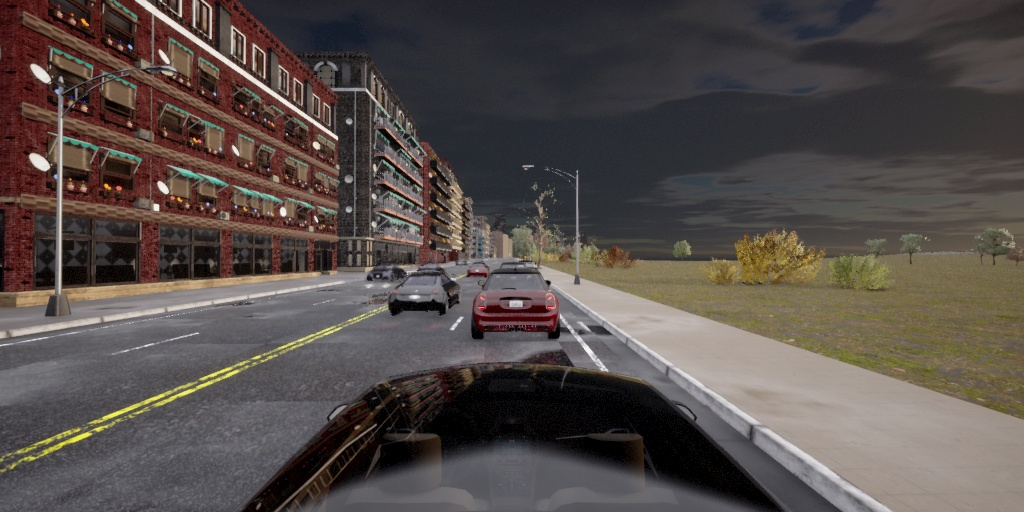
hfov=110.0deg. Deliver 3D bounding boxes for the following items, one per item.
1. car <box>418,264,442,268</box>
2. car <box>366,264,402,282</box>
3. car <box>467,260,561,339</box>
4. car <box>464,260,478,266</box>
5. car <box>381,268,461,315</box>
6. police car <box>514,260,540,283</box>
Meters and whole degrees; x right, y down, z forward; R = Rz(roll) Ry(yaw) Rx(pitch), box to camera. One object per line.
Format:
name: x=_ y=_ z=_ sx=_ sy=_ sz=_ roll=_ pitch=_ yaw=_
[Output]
car: x=-6.635 y=1.319 z=29.233 sx=1.994 sy=1.385 sz=4.181 roll=0 pitch=0 yaw=0
car: x=-9.884 y=1.319 z=28.405 sx=1.994 sy=1.385 sz=4.181 roll=0 pitch=0 yaw=0
car: x=0.082 y=1.104 z=10.232 sx=2.097 sy=1.767 sz=4.553 roll=0 pitch=0 yaw=0
car: x=-3.195 y=1.320 z=35.137 sx=1.994 sy=1.385 sz=4.181 roll=0 pitch=0 yaw=0
car: x=-3.167 y=1.316 z=13.674 sx=1.994 sy=1.385 sz=4.181 roll=0 pitch=0 yaw=0
police car: x=1.103 y=1.180 z=29.500 sx=1.930 sy=1.638 sz=5.238 roll=0 pitch=0 yaw=0
